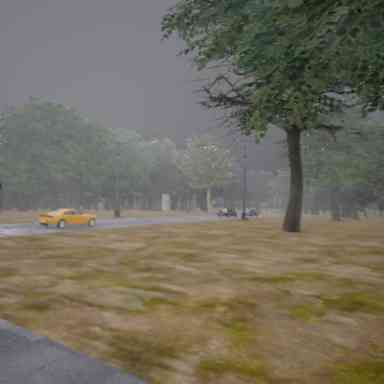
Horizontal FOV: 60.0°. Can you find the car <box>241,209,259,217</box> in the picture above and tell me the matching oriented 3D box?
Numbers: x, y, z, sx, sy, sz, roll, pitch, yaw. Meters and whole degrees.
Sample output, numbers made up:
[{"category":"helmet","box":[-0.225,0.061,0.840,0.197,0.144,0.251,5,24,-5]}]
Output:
[{"category":"car","box":[10.789,3.891,62.134,2.033,1.411,5.357,0,-3,32]}]

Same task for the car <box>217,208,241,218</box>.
[{"category":"car","box":[5.657,3.365,53.679,1.812,1.442,4.674,0,-3,32]}]

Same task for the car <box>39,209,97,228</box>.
[{"category":"car","box":[-10.237,2.151,27.862,1.882,1.535,5.008,0,-2,32]}]
